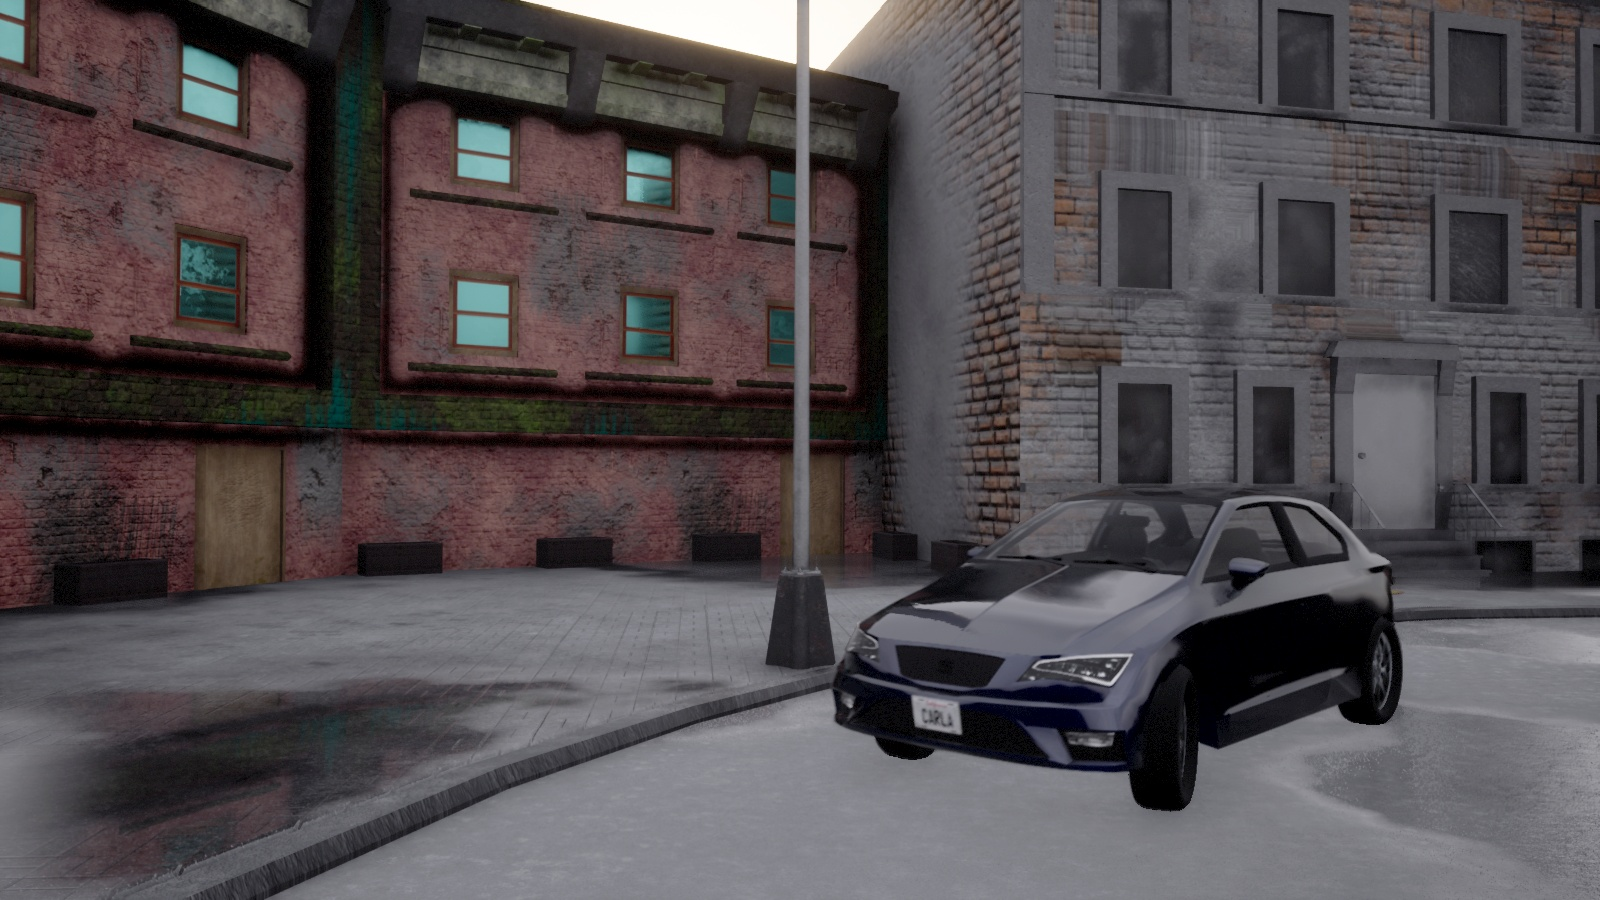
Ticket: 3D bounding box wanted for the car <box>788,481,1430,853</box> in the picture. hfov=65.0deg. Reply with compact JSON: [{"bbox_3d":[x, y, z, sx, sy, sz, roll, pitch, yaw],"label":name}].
[{"bbox_3d":[2.031,0.940,7.305,1.816,1.474,4.193,-1,-1,43],"label":"car"}]
